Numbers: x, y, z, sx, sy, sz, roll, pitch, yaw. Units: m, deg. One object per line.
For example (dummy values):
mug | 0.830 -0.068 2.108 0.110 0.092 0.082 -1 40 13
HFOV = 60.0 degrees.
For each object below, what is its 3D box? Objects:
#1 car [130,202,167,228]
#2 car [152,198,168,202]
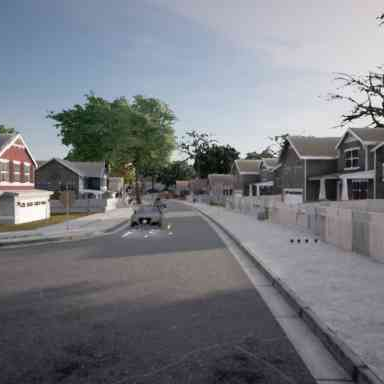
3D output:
car | -2.908 1.584 22.066 1.994 1.385 4.181 0 0 -2
car | -4.615 1.600 48.054 1.837 1.490 4.892 0 0 -5
